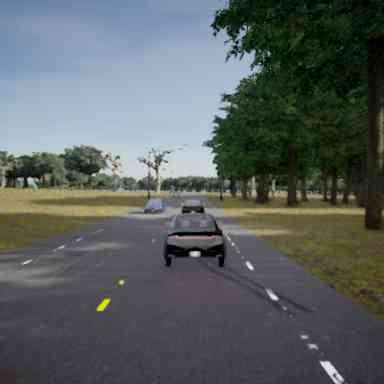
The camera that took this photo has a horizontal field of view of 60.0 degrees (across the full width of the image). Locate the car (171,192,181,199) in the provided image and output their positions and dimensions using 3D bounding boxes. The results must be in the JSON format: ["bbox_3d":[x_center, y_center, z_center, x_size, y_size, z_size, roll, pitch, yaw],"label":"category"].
[{"bbox_3d":[-3.536,0.659,73.871,2.128,1.511,4.902,0,1,0],"label":"car"}]

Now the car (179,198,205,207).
[{"bbox_3d":[0.081,1.394,28.392,1.882,1.535,5.008,0,0,0],"label":"car"}]

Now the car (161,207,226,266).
[{"bbox_3d":[0.086,1.476,11.531,2.128,1.511,4.902,0,0,0],"label":"car"}]

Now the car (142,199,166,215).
[{"bbox_3d":[-3.612,1.405,33.140,1.812,1.442,4.674,0,1,0],"label":"car"}]
